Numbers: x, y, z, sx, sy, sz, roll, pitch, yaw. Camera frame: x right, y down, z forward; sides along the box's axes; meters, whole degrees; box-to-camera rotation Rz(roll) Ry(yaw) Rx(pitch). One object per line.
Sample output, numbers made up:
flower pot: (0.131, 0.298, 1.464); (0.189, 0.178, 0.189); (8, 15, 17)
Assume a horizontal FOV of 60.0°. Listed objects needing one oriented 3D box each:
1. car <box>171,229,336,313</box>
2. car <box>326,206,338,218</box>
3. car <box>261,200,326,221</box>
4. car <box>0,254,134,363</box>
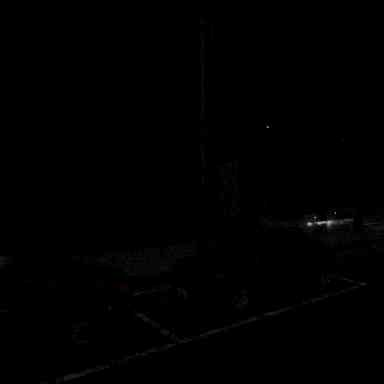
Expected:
car: (1.583, 1.565, 7.663); (4.313, 1.339, 1.947); (0, 0, -35)
car: (10.291, 1.480, 29.145); (1.837, 1.490, 4.892); (0, 0, -36)
car: (7.709, 1.531, 27.169); (2.033, 1.411, 5.357); (0, 0, -36)
car: (-2.855, 1.582, 4.498); (4.206, 1.307, 1.802); (0, 0, -35)
